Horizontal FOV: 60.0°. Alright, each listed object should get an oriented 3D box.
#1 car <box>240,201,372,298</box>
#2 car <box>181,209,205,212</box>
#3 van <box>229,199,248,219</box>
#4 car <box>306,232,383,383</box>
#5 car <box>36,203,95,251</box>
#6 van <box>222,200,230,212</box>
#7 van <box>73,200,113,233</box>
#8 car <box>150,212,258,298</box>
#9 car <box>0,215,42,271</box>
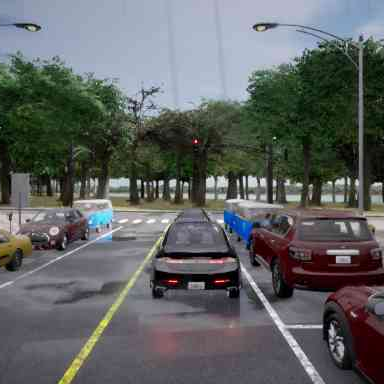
[{"bbox_3d":[2.755,1.315,8.450,2.192,1.841,5.009,0,0,0],"label":"car"},{"bbox_3d":[0.045,1.566,17.399,1.994,1.385,4.181,0,0,1],"label":"car"},{"bbox_3d":[2.751,1.342,13.888,1.690,1.788,3.998,0,0,0],"label":"van"},{"bbox_3d":[2.759,1.440,3.012,1.967,1.590,4.097,0,0,0],"label":"car"},{"bbox_3d":[-5.774,1.441,13.882,1.967,1.590,4.097,0,0,0],"label":"car"},{"bbox_3d":[2.748,1.343,19.325,1.690,1.788,3.998,0,0,0],"label":"van"},{"bbox_3d":[-5.777,1.343,19.320,1.690,1.788,3.998,0,0,0],"label":"van"},{"bbox_3d":[0.084,1.492,8.480,2.128,1.511,4.902,0,0,0],"label":"car"},{"bbox_3d":[-5.770,1.526,8.275,1.752,1.417,4.829,0,0,0],"label":"car"}]
